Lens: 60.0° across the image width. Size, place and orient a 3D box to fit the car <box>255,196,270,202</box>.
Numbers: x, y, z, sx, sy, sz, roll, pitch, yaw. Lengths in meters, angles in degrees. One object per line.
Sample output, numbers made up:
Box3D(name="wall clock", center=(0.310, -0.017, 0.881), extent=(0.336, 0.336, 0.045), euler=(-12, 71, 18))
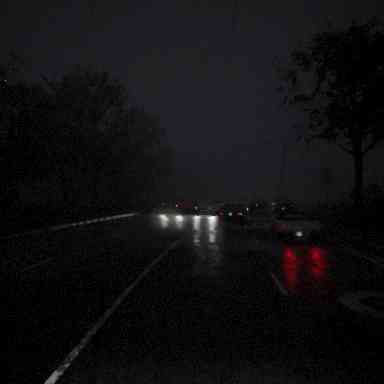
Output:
Box3D(name="car", center=(15.359, 1.504, 72.105), extent=(1.895, 1.301, 4.718), euler=(0, 0, 28))

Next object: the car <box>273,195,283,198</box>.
Box3D(name="car", center=(18.431, 1.431, 70.427), extent=(1.837, 1.490, 4.892), euler=(0, 0, 28))

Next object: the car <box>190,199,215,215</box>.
Box3D(name="car", center=(1.615, 1.480, 33.168), extent=(1.812, 1.442, 4.674), euler=(0, 0, 17))

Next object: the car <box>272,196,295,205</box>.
Box3D(name="car", center=(9.988, 1.513, 35.651), extent=(1.812, 1.442, 4.674), euler=(0, 0, 19))

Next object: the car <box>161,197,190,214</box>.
Box3D(name="car", center=(-1.569, 1.289, 34.694), extent=(2.097, 1.767, 4.553), euler=(0, 0, 18))

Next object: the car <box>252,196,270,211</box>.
Box3D(name="car", center=(8.390, 1.534, 41.335), extent=(1.994, 1.385, 4.181), euler=(0, 0, 21))

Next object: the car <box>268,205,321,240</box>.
Box3D(name="car", center=(5.203, 1.594, 17.175), extent=(1.895, 1.301, 4.718), euler=(0, 0, 9))

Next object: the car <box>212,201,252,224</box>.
Box3D(name="car", center=(3.114, 1.522, 24.653), extent=(2.033, 1.411, 5.357), euler=(0, 0, 13))
